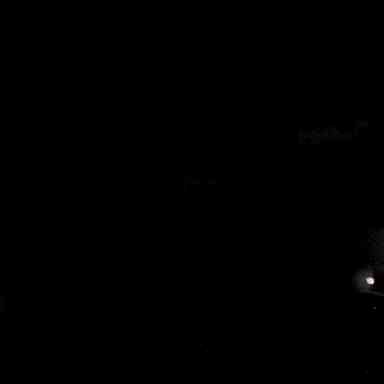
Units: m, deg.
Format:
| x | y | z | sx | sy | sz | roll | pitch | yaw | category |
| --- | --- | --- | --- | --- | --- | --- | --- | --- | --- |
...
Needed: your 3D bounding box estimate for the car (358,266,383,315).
| x | y | z | sx | sy | sz | roll | pitch | yaw | category |
| --- | --- | --- | --- | --- | --- | --- | --- | --- | --- |
| 5.264 | 1.607 | 6.260 | 4.718 | 1.301 | 1.895 | 0 | 0 | -32 | car |
